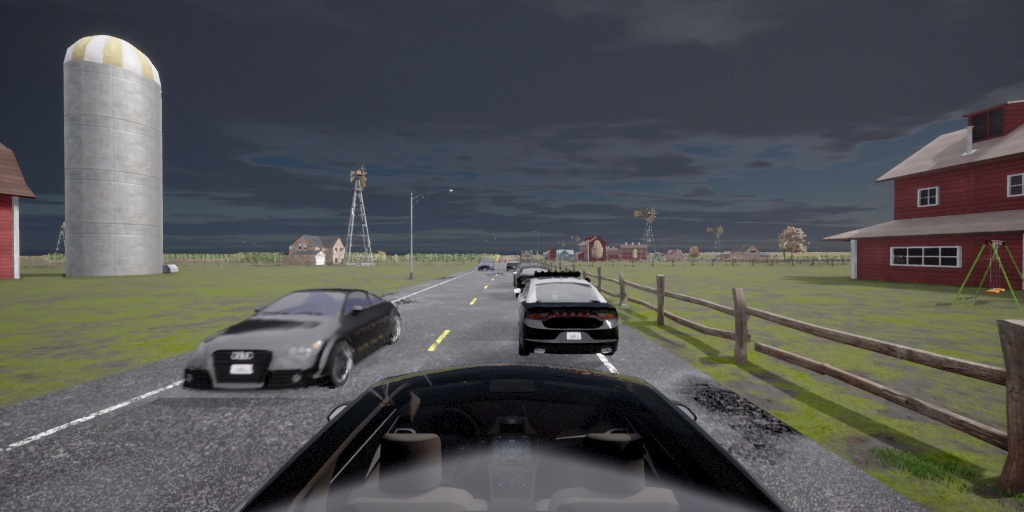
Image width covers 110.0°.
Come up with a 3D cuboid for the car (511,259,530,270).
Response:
[{"bbox_3d":[1.137,1.109,24.633,2.097,1.767,4.553,0,0,0],"label":"car"}]

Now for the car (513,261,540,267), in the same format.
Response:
[{"bbox_3d":[1.116,1.231,18.662,1.882,1.535,5.008,0,0,0],"label":"car"}]

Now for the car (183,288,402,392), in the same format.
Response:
[{"bbox_3d":[-3.577,1.313,6.744,1.994,1.385,4.181,0,0,0],"label":"car"}]

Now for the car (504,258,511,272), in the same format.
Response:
[{"bbox_3d":[0.230,1.267,48.316,1.882,1.535,5.008,0,0,0],"label":"car"}]

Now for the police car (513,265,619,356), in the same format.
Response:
[{"bbox_3d":[1.079,1.175,8.771,1.930,1.638,5.238,0,0,0],"label":"police car"}]

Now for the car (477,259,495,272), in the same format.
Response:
[{"bbox_3d":[-3.422,1.141,48.210,2.097,1.767,4.553,0,0,0],"label":"car"}]
